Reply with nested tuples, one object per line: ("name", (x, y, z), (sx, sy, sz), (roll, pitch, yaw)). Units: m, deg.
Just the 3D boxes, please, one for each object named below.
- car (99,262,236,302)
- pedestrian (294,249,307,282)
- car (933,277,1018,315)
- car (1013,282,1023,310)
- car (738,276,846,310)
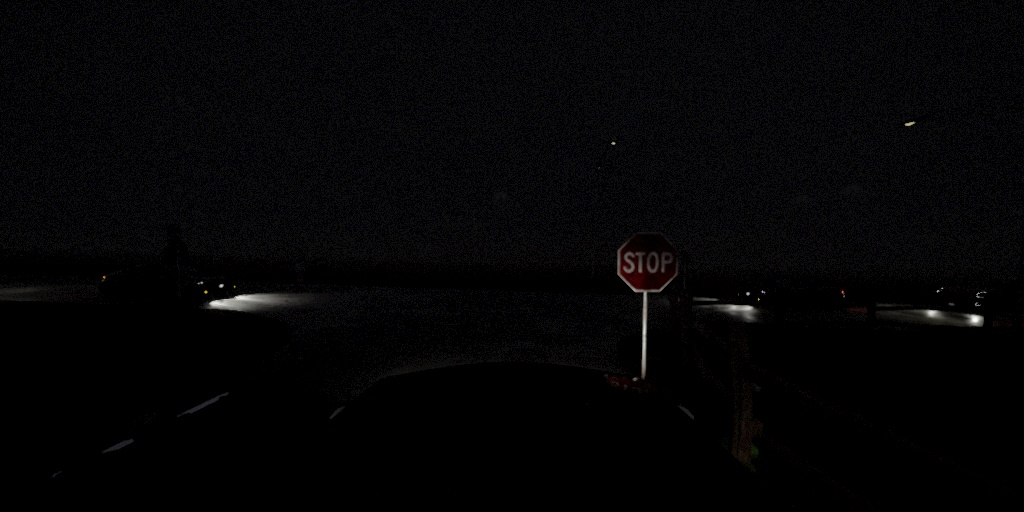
("car", (-13.653, 0.957, 14.372), (4.181, 1.385, 1.994), (2, 3, 0))
("pedestrian", (-11.989, 0.519, 20.291), (0.375, 1.860, 0.375), (0, 1, 0))
("car", (23.175, 1.780, 17.020), (4.553, 1.767, 2.097), (2, 3, 0))
("car", (23.809, 2.080, 14.085), (4.902, 1.511, 2.128), (2, 3, 0))
("car", (13.236, 1.683, 17.085), (4.181, 1.385, 1.994), (2, 3, 0))
